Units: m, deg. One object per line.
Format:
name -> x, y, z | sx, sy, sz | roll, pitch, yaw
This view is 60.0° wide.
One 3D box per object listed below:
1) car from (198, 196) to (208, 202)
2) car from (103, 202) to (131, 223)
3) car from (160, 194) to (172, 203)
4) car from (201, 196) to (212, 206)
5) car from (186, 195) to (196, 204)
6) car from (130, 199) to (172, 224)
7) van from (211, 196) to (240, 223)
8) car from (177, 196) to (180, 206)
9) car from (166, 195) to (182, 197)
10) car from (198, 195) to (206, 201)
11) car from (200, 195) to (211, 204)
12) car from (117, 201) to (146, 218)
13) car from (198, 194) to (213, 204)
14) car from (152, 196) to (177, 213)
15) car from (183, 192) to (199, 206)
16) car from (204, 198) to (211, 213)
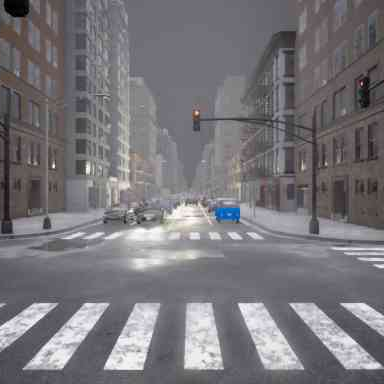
car -> 2.519, 1.524, 76.068 | 2.008, 1.369, 4.403 | 0, 0, 0
car -> -5.427, 1.549, 24.915 | 2.008, 1.369, 4.403 | 0, 0, 0
car -> -5.497, 1.292, 70.370 | 2.192, 1.841, 5.009 | 0, 0, 0
car -> 2.563, 1.576, 47.662 | 1.802, 1.307, 4.206 | 0, 0, 0
car -> -0.101, 1.459, 65.064 | 1.882, 1.535, 5.008 | 0, 0, 0
car -> -2.876, 1.490, 24.467 | 2.128, 1.511, 4.902 | 0, 0, -1
van -> 2.598, 1.340, 24.937 | 1.690, 1.788, 3.998 | 0, 0, 0
car -> -2.914, 1.560, 43.136 | 1.994, 1.385, 4.181 | 0, 0, 0
car -> -2.889, 1.554, 53.158 | 1.994, 1.385, 4.181 | 0, 0, 1
car -> 2.502, 1.530, 87.431 | 1.947, 1.339, 4.313 | 0, 0, 0
car -> 2.537, 1.421, 64.706 | 1.967, 1.590, 4.097 | 0, 0, 0
car -> -5.436, 1.543, 30.597 | 1.887, 1.381, 4.507 | 0, 0, 0
car -> 2.554, 1.305, 53.343 | 2.192, 1.841, 5.009 | 0, 0, 0
car -> -2.903, 1.476, 33.910 | 1.882, 1.535, 5.008 | 0, 0, 0
car -> -0.086, 1.340, 55.032 | 2.097, 1.767, 4.553 | 0, 0, 0
car -> 2.580, 1.580, 36.299 | 1.802, 1.307, 4.206 | 0, 0, 0
